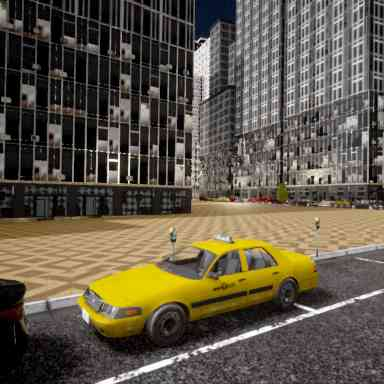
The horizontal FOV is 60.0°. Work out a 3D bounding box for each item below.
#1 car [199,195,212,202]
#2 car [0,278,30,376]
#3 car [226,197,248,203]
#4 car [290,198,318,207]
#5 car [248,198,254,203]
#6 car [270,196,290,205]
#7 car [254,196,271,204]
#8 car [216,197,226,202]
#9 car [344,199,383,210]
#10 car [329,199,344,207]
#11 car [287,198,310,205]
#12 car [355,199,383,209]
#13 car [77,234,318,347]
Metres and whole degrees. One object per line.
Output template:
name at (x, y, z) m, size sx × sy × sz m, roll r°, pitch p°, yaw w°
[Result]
car at (3.618, 1.701, 89.797) m, size 2.192 × 1.841 × 5.009 m, roll 1°, pitch -1°, yaw -22°
car at (-3.964, 1.565, 3.258) m, size 4.313 × 1.339 × 1.947 m, roll 0°, pitch 1°, yaw -36°
car at (9.939, 1.732, 74.258) m, size 1.967 × 1.590 × 4.097 m, roll 1°, pitch -1°, yaw -22°
car at (18.369, 1.717, 53.538) m, size 2.008 × 1.369 × 4.403 m, roll 1°, pitch -1°, yaw -22°
car at (15.117, 2.054, 82.431) m, size 1.802 × 1.307 × 4.206 m, roll 1°, pitch -1°, yaw -22°
car at (16.263, 1.638, 58.719) m, size 1.967 × 1.590 × 4.097 m, roll 1°, pitch -1°, yaw -22°
car at (17.230, 1.756, 77.252) m, size 2.192 × 1.841 × 5.009 m, roll 1°, pitch -1°, yaw -22°
car at (7.895, 1.848, 79.279) m, size 1.752 × 1.417 × 4.829 m, roll 1°, pitch -1°, yaw -22°
car at (22.584, 1.655, 43.179) m, size 2.008 × 1.369 × 4.403 m, roll 1°, pitch -1°, yaw -22°
car at (25.597, 1.842, 56.679) m, size 1.752 × 1.417 × 4.829 m, roll 1°, pitch -1°, yaw -22°
car at (21.444, 1.929, 66.885) m, size 2.008 × 1.369 × 4.403 m, roll 1°, pitch -1°, yaw -22°
car at (27.770, 1.835, 51.340) m, size 2.008 × 1.369 × 4.403 m, roll 1°, pitch -1°, yaw -22°
car at (0.401, 1.528, 6.315) m, size 4.829 × 1.417 × 1.752 m, roll 0°, pitch 1°, yaw -35°
